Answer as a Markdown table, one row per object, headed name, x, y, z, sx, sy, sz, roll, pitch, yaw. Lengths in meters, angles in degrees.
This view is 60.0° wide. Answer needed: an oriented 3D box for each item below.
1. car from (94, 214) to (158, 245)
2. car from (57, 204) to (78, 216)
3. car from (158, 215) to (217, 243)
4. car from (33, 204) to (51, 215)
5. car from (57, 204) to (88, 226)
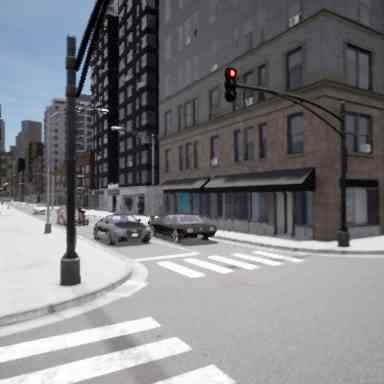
| name | x | y | z | sx | sy | sz | roll | pitch | yaw |
| --- | --- | --- | --- | --- | --- | --- | --- | --- | --- |
| car | -3.665 | 1.849 | 17.172 | 1.994 | 1.385 | 4.181 | 0 | -1 | -31 |
| car | -16.921 | 2.372 | 45.108 | 1.994 | 1.385 | 4.181 | 0 | -1 | -30 |
| car | -0.716 | 1.883 | 17.935 | 1.895 | 1.301 | 4.718 | 0 | -1 | -30 |
| car | -20.975 | 2.379 | 46.423 | 1.812 | 1.442 | 4.674 | 0 | -1 | -31 |
| car | -10.080 | 2.016 | 27.949 | 1.812 | 1.442 | 4.674 | 0 | 0 | -30 |
